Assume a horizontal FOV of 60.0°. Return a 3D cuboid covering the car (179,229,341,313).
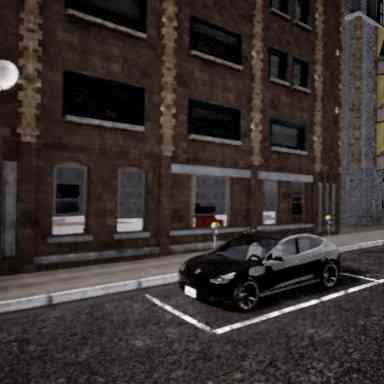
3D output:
[{"bbox_3d":[1.752,1.599,7.794,4.313,1.339,1.947,0,1,-35],"label":"car"}]
